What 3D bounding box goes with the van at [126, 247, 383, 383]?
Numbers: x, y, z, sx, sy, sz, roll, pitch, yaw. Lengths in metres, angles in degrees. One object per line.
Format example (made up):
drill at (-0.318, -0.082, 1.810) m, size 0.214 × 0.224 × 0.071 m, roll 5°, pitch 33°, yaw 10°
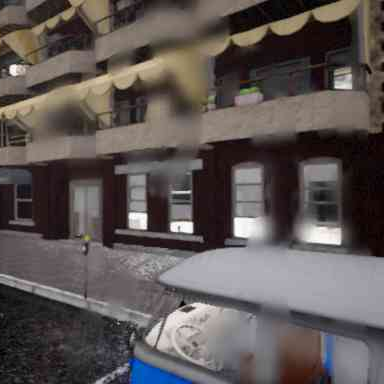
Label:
van at (1.364, 1.340, 1.901) m, size 3.998 × 1.788 × 1.690 m, roll -1°, pitch 0°, yaw 35°
